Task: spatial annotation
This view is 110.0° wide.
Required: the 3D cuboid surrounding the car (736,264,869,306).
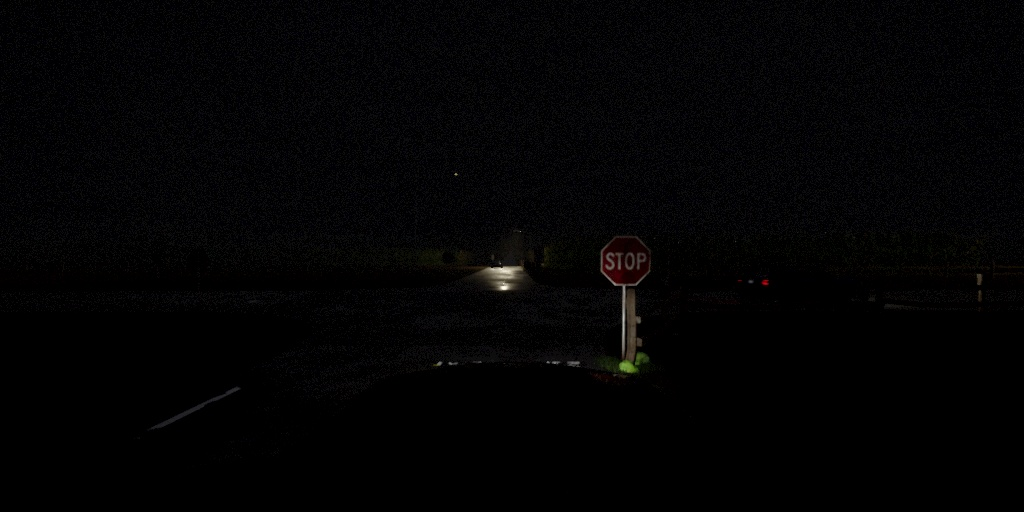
[{"bbox_3d":[12.349,1.115,15.376,4.553,1.767,2.097,0,2,0],"label":"car"}]
